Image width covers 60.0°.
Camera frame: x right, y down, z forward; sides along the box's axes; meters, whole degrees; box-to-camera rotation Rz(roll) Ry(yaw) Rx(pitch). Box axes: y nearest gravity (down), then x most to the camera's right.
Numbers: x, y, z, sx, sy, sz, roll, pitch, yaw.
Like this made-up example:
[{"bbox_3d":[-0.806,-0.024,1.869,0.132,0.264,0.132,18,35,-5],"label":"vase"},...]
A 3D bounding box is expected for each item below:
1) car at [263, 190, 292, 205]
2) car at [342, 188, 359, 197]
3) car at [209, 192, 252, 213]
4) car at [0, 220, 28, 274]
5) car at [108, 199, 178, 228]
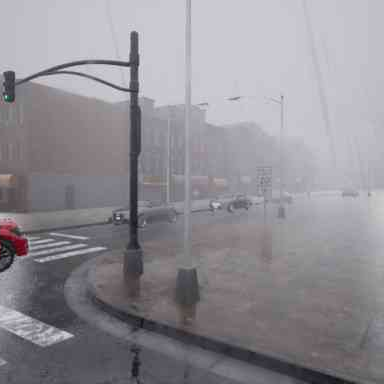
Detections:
[{"bbox_3d":[9.160,0.572,35.293,1.812,1.442,4.674,0,2,36],"label":"car"},{"bbox_3d":[25.047,0.088,52.483,2.033,1.411,5.357,0,2,35],"label":"car"},{"bbox_3d":[3.193,0.794,26.934,2.128,1.511,4.902,0,2,35],"label":"car"},{"bbox_3d":[-6.878,1.173,7.734,2.150,2.045,5.566,1,2,36],"label":"car"},{"bbox_3d":[-2.640,1.127,18.754,1.994,1.385,4.181,0,2,36],"label":"car"}]
